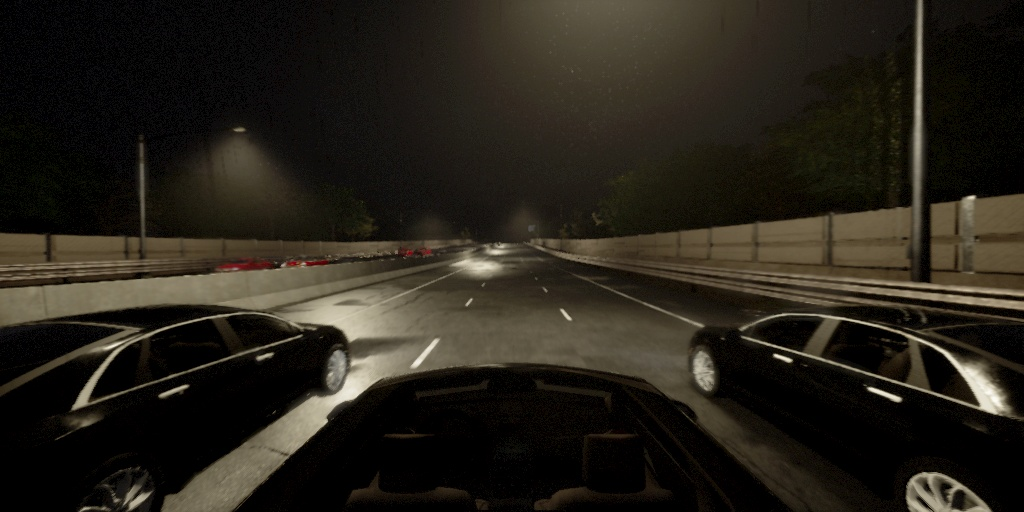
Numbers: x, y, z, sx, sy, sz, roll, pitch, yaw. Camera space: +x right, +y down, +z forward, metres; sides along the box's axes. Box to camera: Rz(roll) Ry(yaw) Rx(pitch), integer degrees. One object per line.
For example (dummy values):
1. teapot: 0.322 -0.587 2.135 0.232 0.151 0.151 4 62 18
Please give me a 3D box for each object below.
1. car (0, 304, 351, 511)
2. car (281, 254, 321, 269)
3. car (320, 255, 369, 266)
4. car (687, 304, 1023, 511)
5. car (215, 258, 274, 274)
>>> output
1. car: -3.398 1.244 3.636 1.837 1.490 4.892 0 0 0
2. car: -17.558 0.674 30.676 2.097 1.767 4.553 0 1 0
3. car: -14.049 0.793 30.946 1.882 1.535 5.008 0 1 0
4. car: 3.601 1.243 3.581 1.837 1.490 4.892 0 0 0
5. car: -21.063 0.893 28.459 1.812 1.442 4.674 0 1 0
